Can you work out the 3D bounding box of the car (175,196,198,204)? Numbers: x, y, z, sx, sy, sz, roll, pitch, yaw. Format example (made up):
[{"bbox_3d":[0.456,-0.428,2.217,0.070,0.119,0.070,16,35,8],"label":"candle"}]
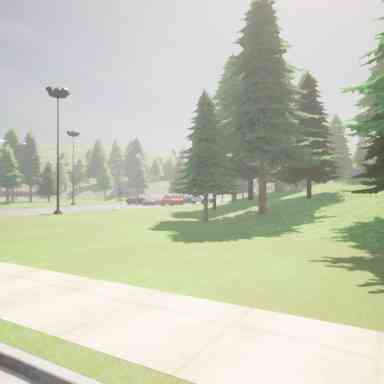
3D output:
[{"bbox_3d":[-1.022,1.547,65.232,2.033,1.411,5.357,0,0,31],"label":"car"}]

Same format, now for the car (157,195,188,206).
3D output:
[{"bbox_3d":[-3.121,1.352,54.906,2.097,1.767,4.553,0,0,32],"label":"car"}]

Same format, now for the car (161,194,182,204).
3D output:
[{"bbox_3d":[-4.032,1.352,67.020,2.097,1.767,4.553,0,0,31],"label":"car"}]

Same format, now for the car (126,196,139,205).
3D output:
[{"bbox_3d":[-9.349,1.492,58.146,2.128,1.511,4.902,0,0,32],"label":"car"}]

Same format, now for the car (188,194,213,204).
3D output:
[{"bbox_3d":[1.987,1.221,63.444,2.150,2.045,5.566,0,0,31],"label":"car"}]

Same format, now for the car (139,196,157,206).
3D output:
[{"bbox_3d":[-6.327,1.601,56.375,1.895,1.301,4.718,0,0,32],"label":"car"}]
